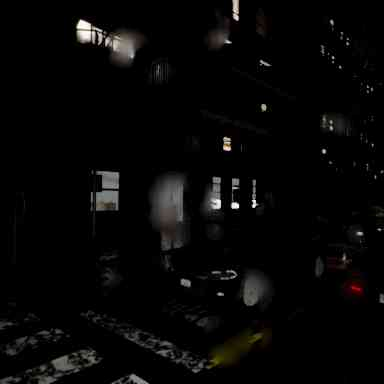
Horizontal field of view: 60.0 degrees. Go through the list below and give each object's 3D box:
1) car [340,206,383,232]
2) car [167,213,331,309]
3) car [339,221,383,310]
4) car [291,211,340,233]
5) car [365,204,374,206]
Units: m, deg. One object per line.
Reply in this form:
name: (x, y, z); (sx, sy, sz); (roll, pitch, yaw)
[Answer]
car: (8.445, 1.576, 15.510); (1.994, 1.385, 4.181); (0, 0, 43)
car: (1.606, 1.483, 8.197); (1.882, 1.535, 5.008); (0, 0, 44)
car: (4.676, 1.531, 6.907); (1.812, 1.442, 4.674); (0, 0, 43)
car: (5.221, 1.594, 15.833); (1.802, 1.307, 4.206); (1, 1, 43)
car: (12.650, 1.543, 23.826); (1.752, 1.417, 4.829); (1, 1, 43)
